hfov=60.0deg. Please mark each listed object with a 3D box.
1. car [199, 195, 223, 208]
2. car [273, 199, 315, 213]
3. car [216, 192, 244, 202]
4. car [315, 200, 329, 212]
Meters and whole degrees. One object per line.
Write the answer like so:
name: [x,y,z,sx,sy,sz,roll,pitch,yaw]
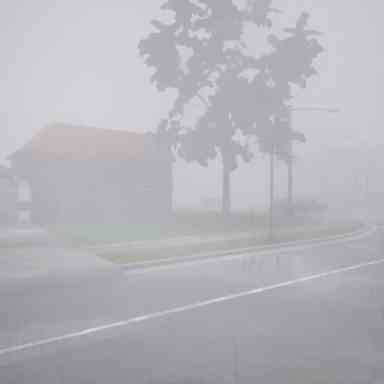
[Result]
car: [3.030,1.650,51.409,1.837,1.490,4.892,0,0,-34]
car: [11.350,1.566,38.889,1.882,1.535,5.008,0,0,-34]
car: [5.952,0.939,53.340,2.150,2.045,5.566,0,0,-34]
car: [14.355,1.601,40.689,1.837,1.490,4.892,0,0,-34]
